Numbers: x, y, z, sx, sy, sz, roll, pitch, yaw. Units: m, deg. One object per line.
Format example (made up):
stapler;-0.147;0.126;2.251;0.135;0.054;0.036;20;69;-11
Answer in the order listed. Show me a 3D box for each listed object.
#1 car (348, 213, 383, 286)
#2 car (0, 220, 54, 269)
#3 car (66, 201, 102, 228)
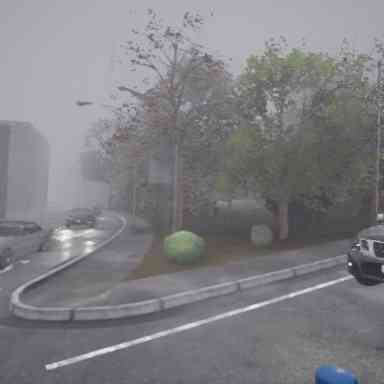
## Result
car;6.071;1.091;8.013;5.566;2.045;2.150;-2;1;-35
car;-6.735;1.733;11.941;1.895;1.301;4.718;2;0;-2
car;-7.795;1.696;24.060;1.837;1.490;4.892;2;-1;-10
